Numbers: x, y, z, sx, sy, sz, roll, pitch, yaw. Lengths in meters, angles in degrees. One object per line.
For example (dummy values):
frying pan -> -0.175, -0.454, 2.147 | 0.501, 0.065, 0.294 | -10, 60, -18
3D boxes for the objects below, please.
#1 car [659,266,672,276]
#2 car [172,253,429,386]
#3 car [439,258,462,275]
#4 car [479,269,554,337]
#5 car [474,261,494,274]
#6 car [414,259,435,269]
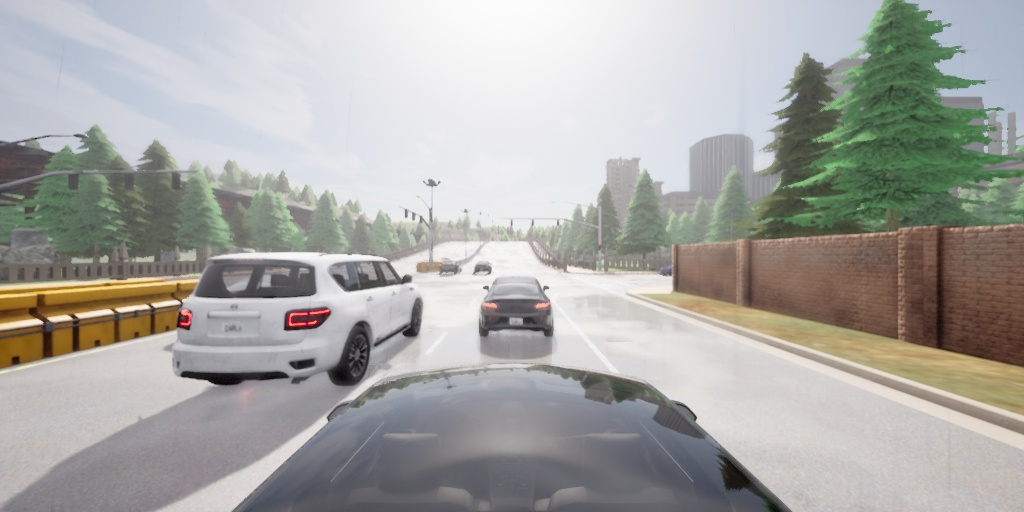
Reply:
car -> 17.061, 1.258, 35.467 | 4.674, 1.442, 1.812 | 0, 0, 0
car -> -3.414, 0.969, 7.120 | 2.150, 2.045, 5.566 | 0, 0, 1
car -> -6.705, 1.221, 39.498 | 2.128, 1.511, 4.902 | 0, 0, 0
car -> 0.118, 1.271, 10.175 | 1.812, 1.442, 4.674 | 0, 0, 1
car -> -3.212, 1.255, 40.514 | 1.812, 1.442, 4.674 | 0, 0, 0
car -> -13.795, 1.268, 57.033 | 2.033, 1.411, 5.357 | 0, 0, 1
